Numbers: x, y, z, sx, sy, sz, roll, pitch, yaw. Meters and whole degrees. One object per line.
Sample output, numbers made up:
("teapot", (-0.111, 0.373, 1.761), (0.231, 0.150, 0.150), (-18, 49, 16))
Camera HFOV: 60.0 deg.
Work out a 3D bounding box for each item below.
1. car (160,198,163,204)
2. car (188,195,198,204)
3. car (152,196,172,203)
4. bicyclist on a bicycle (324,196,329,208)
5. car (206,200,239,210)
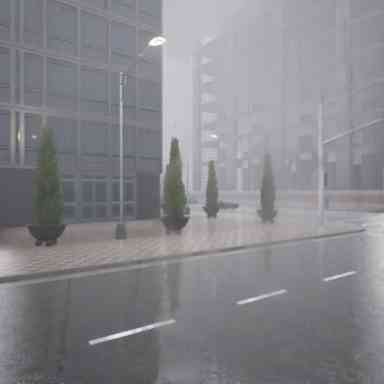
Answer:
("car", (-3.795, 1.531, 59.951), (2.128, 1.511, 4.902), (0, 0, -36))
("car", (-0.971, 1.389, 62.019), (2.097, 1.767, 4.553), (0, 0, -36))
("car", (-6.278, 1.542, 69.185), (1.837, 1.490, 4.892), (0, 0, -36))
("bicyclist on a bicycle", (17.888, 1.335, 44.404), (1.656, 1.620, 0.582), (0, 0, -36))
("car", (3.939, 1.642, 43.183), (1.895, 1.301, 4.718), (0, 0, -36))
